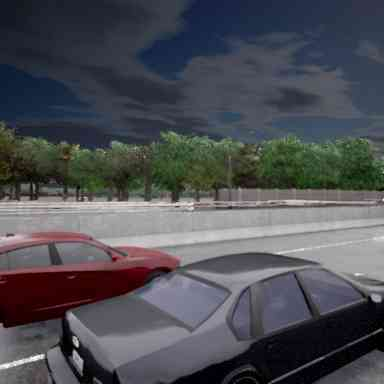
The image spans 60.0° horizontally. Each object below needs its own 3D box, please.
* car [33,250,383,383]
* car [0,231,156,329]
[{"bbox_3d":[1.008,1.573,4.465,5.357,1.411,2.033,1,0,-35],"label":"car"},{"bbox_3d":[-2.482,1.490,6.275,5.008,1.535,1.882,1,0,-35],"label":"car"}]
